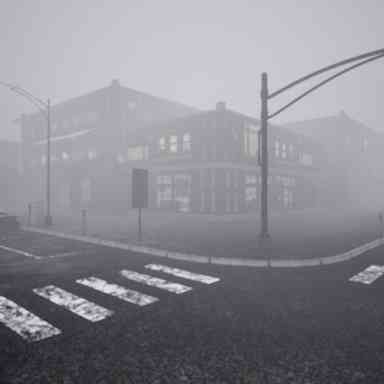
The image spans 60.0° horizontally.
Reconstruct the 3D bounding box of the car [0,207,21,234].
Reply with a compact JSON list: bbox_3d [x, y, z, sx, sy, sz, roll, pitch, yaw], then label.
[{"bbox_3d":[-10.205,1.427,16.974,4.206,1.307,1.802,1,-1,41],"label":"car"}]
